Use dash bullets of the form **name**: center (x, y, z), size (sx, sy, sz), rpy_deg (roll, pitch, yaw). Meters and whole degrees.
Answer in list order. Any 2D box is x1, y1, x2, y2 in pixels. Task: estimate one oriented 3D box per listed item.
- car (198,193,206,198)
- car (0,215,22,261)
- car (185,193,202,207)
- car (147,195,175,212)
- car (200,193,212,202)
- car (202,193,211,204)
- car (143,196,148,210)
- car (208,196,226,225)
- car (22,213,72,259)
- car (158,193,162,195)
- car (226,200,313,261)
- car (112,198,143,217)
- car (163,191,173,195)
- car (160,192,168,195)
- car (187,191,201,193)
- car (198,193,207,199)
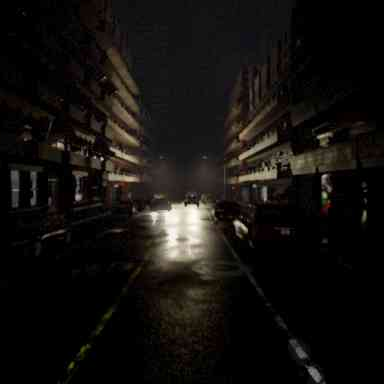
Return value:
- **car**: center (2.622, 0.887, 90.330), size (2.008, 1.369, 4.403), rpy_deg (-1, 0, 0)
- **car**: center (-5.698, 1.267, 6.322), size (2.192, 1.841, 5.009), rpy_deg (-1, 0, 0)
- **car**: center (0.004, 1.201, 43.858), size (1.812, 1.442, 4.674), rpy_deg (0, 0, 1)
- **car**: center (-3.117, 1.310, 34.215), size (1.994, 1.385, 4.181), rpy_deg (0, 0, 0)
- **car**: center (2.638, 0.979, 62.319), size (1.967, 1.590, 4.097), rpy_deg (-1, 0, 0)
- **car**: center (2.647, 1.146, 51.286), size (1.752, 1.417, 4.829), rpy_deg (-1, 0, 0)
- **car**: center (-5.722, 1.327, 34.334), size (1.802, 1.307, 4.206), rpy_deg (-1, 0, 0)
- **car**: center (2.346, 1.308, 22.737), size (1.882, 1.535, 5.008), rpy_deg (0, 0, 0)
- **car**: center (-5.715, 1.461, 11.926), size (2.008, 1.369, 4.403), rpy_deg (-1, 0, 0)
- **car**: center (-5.729, 1.213, 45.538), size (2.008, 1.369, 4.403), rpy_deg (-1, 0, 0)
- **car**: center (2.669, 1.226, 11.901), size (2.192, 1.841, 5.009), rpy_deg (-1, 0, 0)
- **car**: center (-5.718, 1.368, 28.732), size (1.802, 1.307, 4.206), rpy_deg (-1, 0, 0)
- **car**: center (-5.747, 0.814, 67.943), size (2.192, 1.841, 5.009), rpy_deg (-1, 0, 0)
- **car**: center (-5.736, 1.131, 56.741), size (2.008, 1.369, 4.403), rpy_deg (-1, 0, 0)
- **car**: center (-0.037, 0.790, 58.317), size (2.150, 2.045, 5.566), rpy_deg (0, 0, 0)
- **car**: center (2.626, 0.942, 84.727), size (1.947, 1.339, 4.313), rpy_deg (-1, 0, 0)
